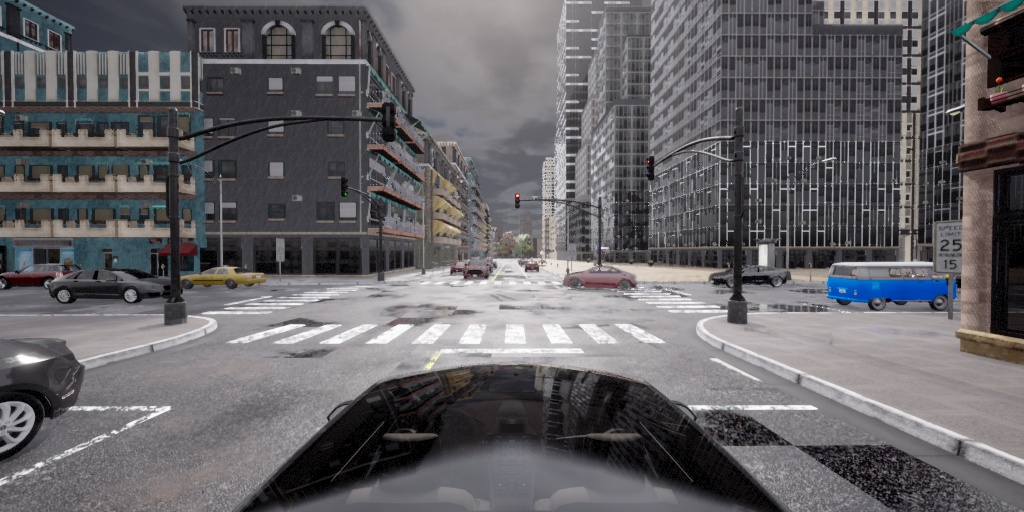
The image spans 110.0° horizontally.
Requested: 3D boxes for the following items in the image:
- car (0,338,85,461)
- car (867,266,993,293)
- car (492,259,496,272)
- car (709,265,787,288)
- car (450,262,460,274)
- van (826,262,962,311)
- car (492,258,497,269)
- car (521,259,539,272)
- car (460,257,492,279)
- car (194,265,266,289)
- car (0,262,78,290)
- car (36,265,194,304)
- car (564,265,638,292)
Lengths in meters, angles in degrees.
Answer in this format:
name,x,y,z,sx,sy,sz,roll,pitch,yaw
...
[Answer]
name,x,y,z,sx,sy,sz,roll,pitch,yaw
car,-5.690,1.300,2.190,2.007,1.370,4.403,0,0,0
car,22.833,1.274,19.730,4.718,1.301,1.895,0,1,0
car,-3.225,1.345,42.756,1.895,1.301,4.718,0,0,0
car,14.613,1.215,22.290,4.313,1.339,1.948,0,0,0
car,-5.811,1.289,40.256,1.888,1.381,4.507,0,0,0
van,14.653,1.117,13.910,3.998,1.789,1.690,0,0,0
car,-3.257,1.346,55.487,1.895,1.301,4.718,0,0,0
car,2.519,1.289,45.989,1.888,1.381,4.507,0,0,0
car,-3.171,1.097,32.539,2.097,1.767,4.553,0,0,-1
car,-17.945,1.246,22.134,4.829,1.417,1.751,0,0,0
car,-28.843,1.189,22.082,4.097,1.591,1.967,0,0,0
car,-17.901,1.314,16.331,4.892,1.490,1.837,0,1,0
car,5.152,1.253,20.924,4.181,1.385,1.994,0,1,18
